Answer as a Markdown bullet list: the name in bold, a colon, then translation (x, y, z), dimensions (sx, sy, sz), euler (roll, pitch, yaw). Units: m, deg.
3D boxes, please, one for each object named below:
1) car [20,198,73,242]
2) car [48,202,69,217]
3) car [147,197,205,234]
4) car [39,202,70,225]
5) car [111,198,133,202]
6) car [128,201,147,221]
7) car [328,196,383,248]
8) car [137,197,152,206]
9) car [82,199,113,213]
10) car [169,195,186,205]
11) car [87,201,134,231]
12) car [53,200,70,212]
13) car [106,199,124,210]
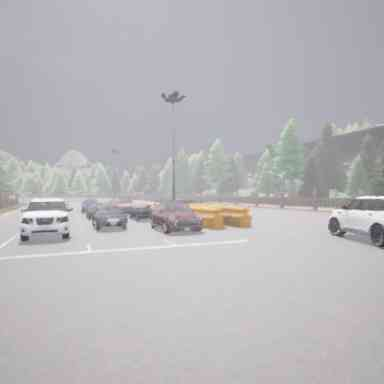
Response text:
- **car**: translation (-7.706, 1.344, 17.858), dimensions (2.150, 2.045, 5.566), euler (-1, 0, -20)
- **car**: translation (-14.256, 1.794, 35.710), dimensions (1.994, 1.385, 4.181), euler (-1, 0, -20)
- **car**: translation (-0.990, 1.413, 19.876), dimensions (2.097, 1.767, 4.553), euler (-1, 0, -20)
- **car**: translation (-11.127, 1.670, 27.169), dimensions (2.128, 1.511, 4.902), euler (-1, 0, -20)
- **car**: translation (-7.443, 1.520, 37.449), dimensions (2.097, 1.767, 4.553), euler (-1, 0, -20)
- **car**: translation (-4.090, 1.713, 28.312), dimensions (1.895, 1.301, 4.718), euler (-1, 0, -20)
- **car**: translation (8.218, 1.180, 14.691), dimensions (2.150, 2.045, 5.566), euler (0, 0, -5)
- **car**: translation (-8.820, 1.766, 61.756), dimensions (1.812, 1.442, 4.674), euler (-1, 0, -20)
- **car**: translation (-8.818, 1.713, 31.031), dimensions (2.033, 1.411, 5.357), euler (-1, 0, -20)
- **car**: translation (-2.888, 1.544, 65.901), dimensions (2.097, 1.767, 4.553), euler (-1, 0, -20)
- **car**: translation (-5.454, 1.602, 21.874), dimensions (2.128, 1.511, 4.902), euler (-1, 0, -20)
- **car**: translation (-17.689, 1.851, 45.139), dimensions (1.994, 1.385, 4.181), euler (-1, 0, -20)
- **car**: translation (-10.944, 1.751, 47.069), dimensions (1.812, 1.442, 4.674), euler (-1, 0, -20)
